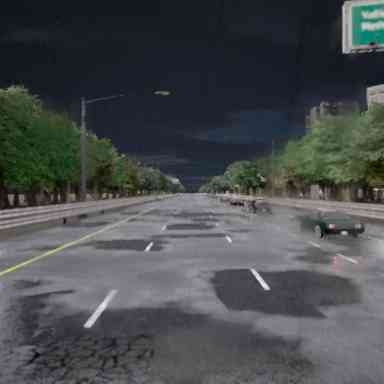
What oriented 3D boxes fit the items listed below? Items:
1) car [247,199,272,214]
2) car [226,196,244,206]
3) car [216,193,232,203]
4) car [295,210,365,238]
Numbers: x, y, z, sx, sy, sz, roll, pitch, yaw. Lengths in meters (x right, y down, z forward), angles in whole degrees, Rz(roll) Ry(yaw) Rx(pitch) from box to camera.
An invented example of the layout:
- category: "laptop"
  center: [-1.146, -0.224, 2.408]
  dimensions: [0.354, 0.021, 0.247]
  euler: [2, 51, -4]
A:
- category: "car"
  center: [6.995, 1.504, 34.638]
  dimensions: [1.837, 1.490, 4.892]
  euler: [0, 0, 0]
- category: "car"
  center: [6.992, 1.600, 53.082]
  dimensions: [1.895, 1.301, 4.718]
  euler: [0, 0, 0]
- category: "car"
  center: [6.998, 1.537, 72.038]
  dimensions: [2.128, 1.511, 4.902]
  euler: [0, 0, 0]
- category: "car"
  center: [6.997, 1.600, 17.493]
  dimensions: [1.895, 1.301, 4.718]
  euler: [0, 0, 0]
